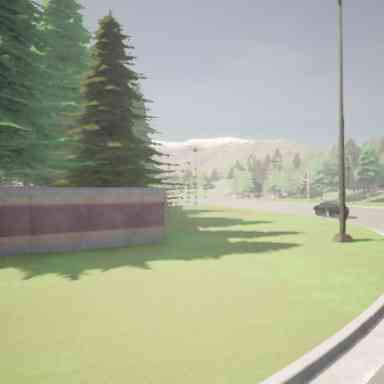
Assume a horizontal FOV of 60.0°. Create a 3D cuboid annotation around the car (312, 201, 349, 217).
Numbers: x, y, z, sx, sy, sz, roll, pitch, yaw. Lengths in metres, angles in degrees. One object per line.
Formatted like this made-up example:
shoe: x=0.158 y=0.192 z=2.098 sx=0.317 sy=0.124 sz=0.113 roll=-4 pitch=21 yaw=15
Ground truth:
car: x=13.561 y=1.656 z=32.798 sx=1.837 sy=1.490 sz=4.892 roll=0 pitch=-1 yaw=-5
